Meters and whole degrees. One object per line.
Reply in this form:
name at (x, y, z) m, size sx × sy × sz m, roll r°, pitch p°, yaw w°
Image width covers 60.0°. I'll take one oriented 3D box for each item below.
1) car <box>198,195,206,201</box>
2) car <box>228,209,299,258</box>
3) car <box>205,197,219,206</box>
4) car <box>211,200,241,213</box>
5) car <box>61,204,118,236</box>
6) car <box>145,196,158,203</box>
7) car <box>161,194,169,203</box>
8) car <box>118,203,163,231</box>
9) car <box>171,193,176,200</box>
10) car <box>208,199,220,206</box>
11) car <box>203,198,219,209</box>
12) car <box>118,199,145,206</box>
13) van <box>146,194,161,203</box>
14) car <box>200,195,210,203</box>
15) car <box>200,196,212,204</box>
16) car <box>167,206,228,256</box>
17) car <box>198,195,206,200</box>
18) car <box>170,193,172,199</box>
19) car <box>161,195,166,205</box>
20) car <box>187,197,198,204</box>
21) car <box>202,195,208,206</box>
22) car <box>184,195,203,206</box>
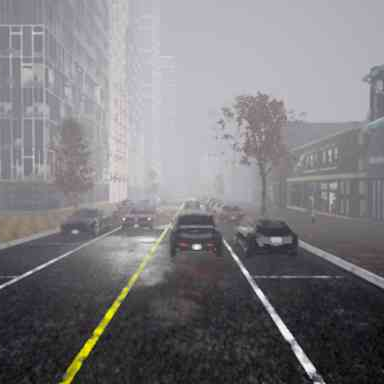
car at (2.635, 1.502, 85.970) m, size 1.887 × 1.381 × 4.507 m, roll -1°, pitch 0°, yaw 0°
car at (2.673, 1.558, 12.597) m, size 1.947 × 1.339 × 4.313 m, roll -1°, pitch 0°, yaw 0°
car at (2.660, 1.504, 35.343) m, size 1.752 × 1.417 × 4.829 m, roll -1°, pitch 0°, yaw 0°
car at (2.666, 1.530, 23.885) m, size 1.887 × 1.381 × 4.507 m, roll -1°, pitch 0°, yaw 0°
car at (-5.678, 1.555, 18.292) m, size 1.947 × 1.339 × 4.313 m, roll -1°, pitch 0°, yaw 0°
car at (-5.689, 1.542, 40.868) m, size 1.947 × 1.339 × 4.313 m, roll -1°, pitch 0°, yaw 0°
car at (-5.743, 1.283, 57.801) m, size 2.192 × 1.841 × 5.009 m, roll -1°, pitch 0°, yaw 0°
car at (-3.109, 1.588, 20.786) m, size 1.895 × 1.301 × 4.718 m, roll 0°, pitch 0°, yaw 0°
car at (-5.747, 1.521, 91.665) m, size 1.947 × 1.339 × 4.313 m, roll -1°, pitch 0°, yaw 0°
car at (2.664, 1.564, 29.529) m, size 1.802 × 1.307 × 4.206 m, roll -1°, pitch 0°, yaw 0°
car at (2.655, 1.539, 46.461) m, size 1.947 × 1.339 × 4.313 m, roll -1°, pitch 0°, yaw 0°
car at (-5.685, 1.422, 29.580) m, size 1.967 × 1.590 × 4.097 m, roll -1°, pitch 0°, yaw 0°
van at (-5.699, 1.314, 46.512) m, size 1.690 × 1.788 × 3.998 m, roll -1°, pitch 0°, yaw 0°
car at (2.642, 1.404, 69.037) m, size 1.967 × 1.590 × 4.097 m, roll -1°, pitch 0°, yaw 0°
car at (2.647, 1.532, 63.393) m, size 1.947 × 1.339 × 4.313 m, roll -1°, pitch 0°, yaw 0°
car at (0.105, 1.497, 13.007) m, size 1.837 × 1.490 × 4.892 m, roll 0°, pitch 0°, yaw -1°
car at (2.633, 1.507, 91.613) m, size 2.008 × 1.369 × 4.403 m, roll -1°, pitch 0°, yaw 0°
car at (-5.736, 1.530, 69.089) m, size 1.947 × 1.339 × 4.313 m, roll -1°, pitch 0°, yaw 0°
car at (-5.711, 1.521, 52.157) m, size 2.008 × 1.369 × 4.403 m, roll -1°, pitch 0°, yaw 0°
car at (0.069, 1.567, 63.645) m, size 1.895 × 1.301 × 4.718 m, roll 0°, pitch 0°, yaw 0°
car at (2.656, 1.416, 40.817) m, size 1.967 × 1.590 × 4.097 m, roll -1°, pitch 0°, yaw 0°
car at (0.079, 1.467, 41.159) m, size 2.128 × 1.511 × 4.902 m, roll 0°, pitch 0°, yaw 0°
